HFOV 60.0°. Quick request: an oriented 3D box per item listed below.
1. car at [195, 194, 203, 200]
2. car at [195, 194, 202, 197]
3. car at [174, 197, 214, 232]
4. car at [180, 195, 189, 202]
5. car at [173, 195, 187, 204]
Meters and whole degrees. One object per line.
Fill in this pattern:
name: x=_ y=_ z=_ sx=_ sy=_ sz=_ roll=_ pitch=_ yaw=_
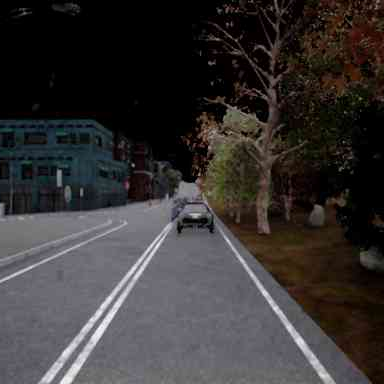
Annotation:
car: x=1.842 y=1.271 z=87.613 sx=2.033 sy=1.411 sz=5.357 roll=0 pitch=0 yaw=2
car: x=1.521 y=1.467 z=77.197 sx=2.033 sy=1.411 sz=5.357 roll=0 pitch=0 yaw=2
car: x=0.214 y=1.400 z=20.574 sx=2.097 sy=1.767 sz=4.553 roll=0 pitch=0 yaw=1
car: x=-1.729 y=1.484 z=77.249 sx=1.994 sy=1.385 sz=4.181 roll=0 pitch=0 yaw=2
car: x=-2.278 y=1.344 z=61.488 sx=2.097 sy=1.767 sz=4.553 roll=0 pitch=0 yaw=2
